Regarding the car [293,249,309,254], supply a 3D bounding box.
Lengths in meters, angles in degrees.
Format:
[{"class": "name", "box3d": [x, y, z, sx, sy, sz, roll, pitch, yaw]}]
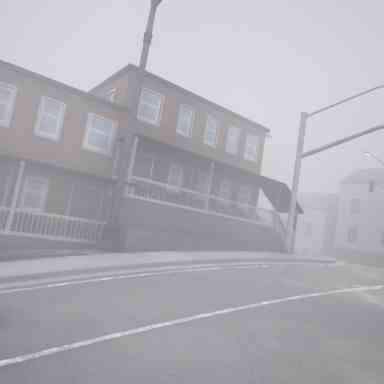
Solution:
[{"class": "car", "box3d": [8.850, 5.854, 30.376, 2.128, 1.511, 4.902, 13, -16, -34]}]
